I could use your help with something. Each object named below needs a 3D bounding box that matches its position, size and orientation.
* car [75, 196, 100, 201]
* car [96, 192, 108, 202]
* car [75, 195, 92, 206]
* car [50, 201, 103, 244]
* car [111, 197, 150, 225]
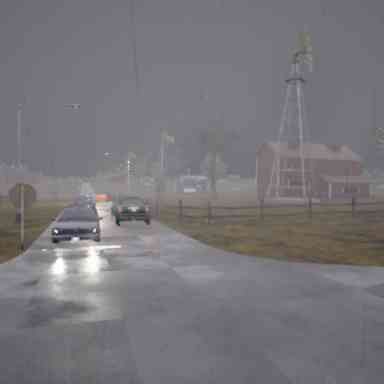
[{"bbox_3d":[-8.118,1.232,24.688,1.994,1.385,4.181,0,0,-18],"label":"car"},{"bbox_3d":[-16.449,0.850,60.079,2.097,1.767,4.553,0,0,-18],"label":"car"},{"bbox_3d":[-14.154,1.090,43.549,1.994,1.385,4.181,0,0,-18],"label":"car"},{"bbox_3d":[-5.061,1.328,14.929,2.033,1.411,5.357,0,1,-16],"label":"car"},{"bbox_3d":[-4.089,1.082,21.695,2.097,1.767,4.553,0,1,-18],"label":"car"}]
